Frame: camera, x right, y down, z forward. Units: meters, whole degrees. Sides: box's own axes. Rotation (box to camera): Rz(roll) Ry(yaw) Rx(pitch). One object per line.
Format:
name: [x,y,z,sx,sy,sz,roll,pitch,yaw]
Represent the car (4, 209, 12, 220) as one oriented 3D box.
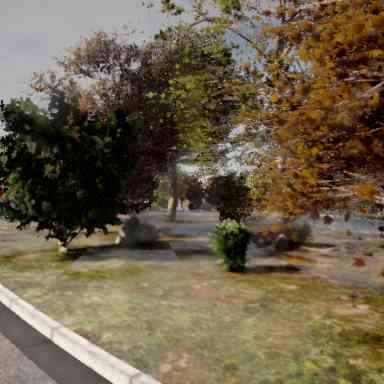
car: [-15.822,1.756,32.641,2.097,1.767,4.553,0,-1,28]
